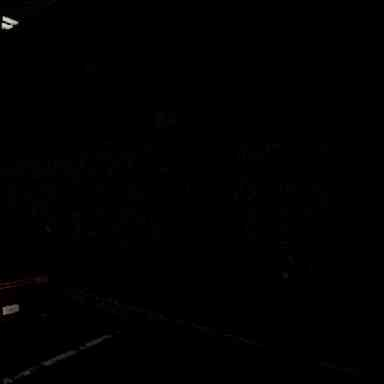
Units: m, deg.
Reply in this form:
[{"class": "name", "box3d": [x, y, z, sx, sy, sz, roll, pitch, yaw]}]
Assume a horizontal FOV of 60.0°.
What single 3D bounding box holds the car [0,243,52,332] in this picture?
[{"class": "car", "box3d": [-4.358, 1.510, 5.994, 4.507, 1.381, 1.887, 0, 0, 36]}]
